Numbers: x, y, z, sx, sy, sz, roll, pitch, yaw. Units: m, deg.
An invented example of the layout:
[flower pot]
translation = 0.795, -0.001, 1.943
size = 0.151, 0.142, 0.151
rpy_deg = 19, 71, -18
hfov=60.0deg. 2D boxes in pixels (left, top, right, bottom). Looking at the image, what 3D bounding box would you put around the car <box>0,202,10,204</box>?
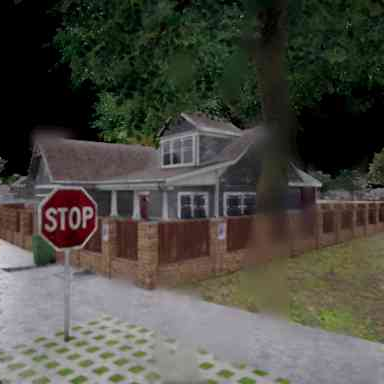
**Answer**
[car]
translation = -32.207, 2.323, 57.005
size = 1.994, 1.385, 4.181
rpy_deg = 0, -1, -2
